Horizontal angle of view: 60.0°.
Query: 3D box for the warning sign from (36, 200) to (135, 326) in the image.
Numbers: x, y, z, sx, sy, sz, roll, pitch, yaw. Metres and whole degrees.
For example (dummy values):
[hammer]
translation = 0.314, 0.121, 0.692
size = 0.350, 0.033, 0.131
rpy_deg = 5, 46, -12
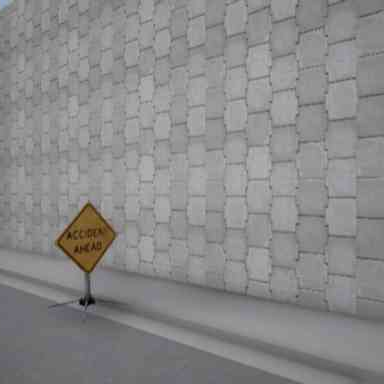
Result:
[warning sign]
translation = -1.844, 1.099, 5.860
size = 1.060, 1.860, 1.300
rpy_deg = 0, 0, 35
